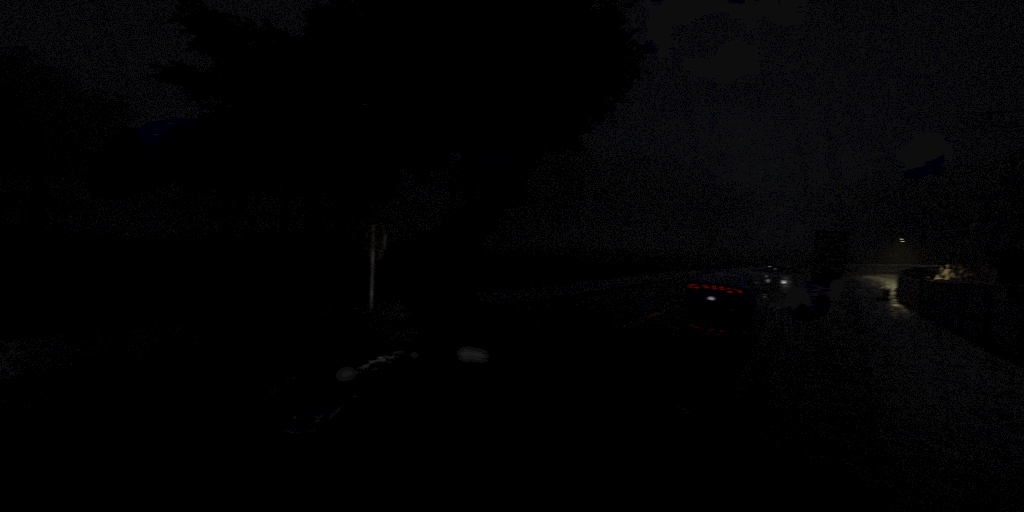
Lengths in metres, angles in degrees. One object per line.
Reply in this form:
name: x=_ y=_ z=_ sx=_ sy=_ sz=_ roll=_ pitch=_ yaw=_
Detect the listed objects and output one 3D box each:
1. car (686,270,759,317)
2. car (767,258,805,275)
car: x=8.273 y=1.285 z=13.957 sx=1.882 sy=1.535 sz=5.008 roll=6 pitch=3 yaw=39
car: x=27.259 y=0.963 z=35.581 sx=4.892 sy=1.490 sz=1.837 roll=-1 pitch=5 yaw=-32
